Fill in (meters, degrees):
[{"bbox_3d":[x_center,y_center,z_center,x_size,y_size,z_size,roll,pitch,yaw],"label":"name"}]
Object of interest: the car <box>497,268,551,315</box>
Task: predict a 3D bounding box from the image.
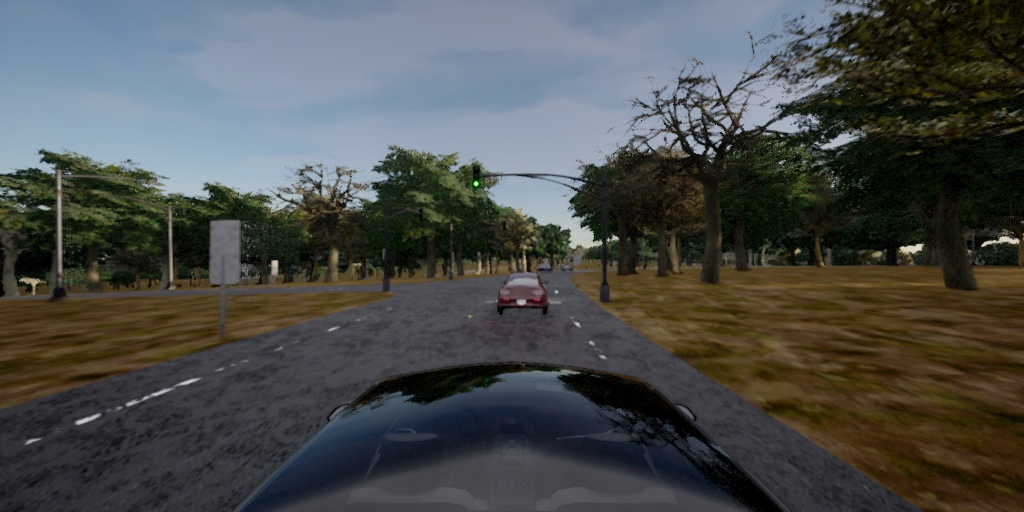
[{"bbox_3d":[0.492,1.383,14.212,1.812,1.442,4.674,0,0,4],"label":"car"}]
